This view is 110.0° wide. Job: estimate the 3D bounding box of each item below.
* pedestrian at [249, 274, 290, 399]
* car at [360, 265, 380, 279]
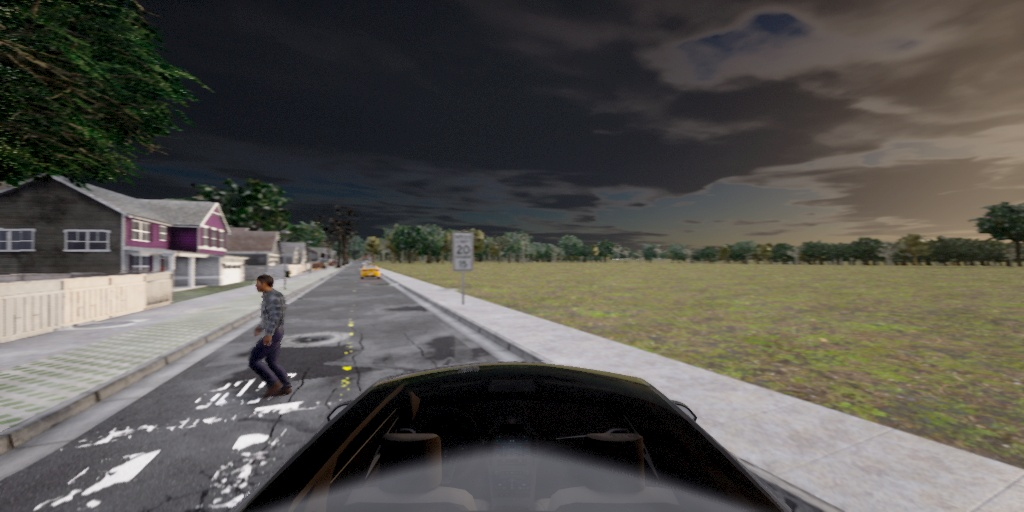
[{"bbox_3d":[-3.524,1.111,5.221,0.375,1.860,0.375,1,-2,-23],"label":"pedestrian"},{"bbox_3d":[-15.875,1.756,40.112,1.882,1.535,5.008,0,0,-23],"label":"car"}]
